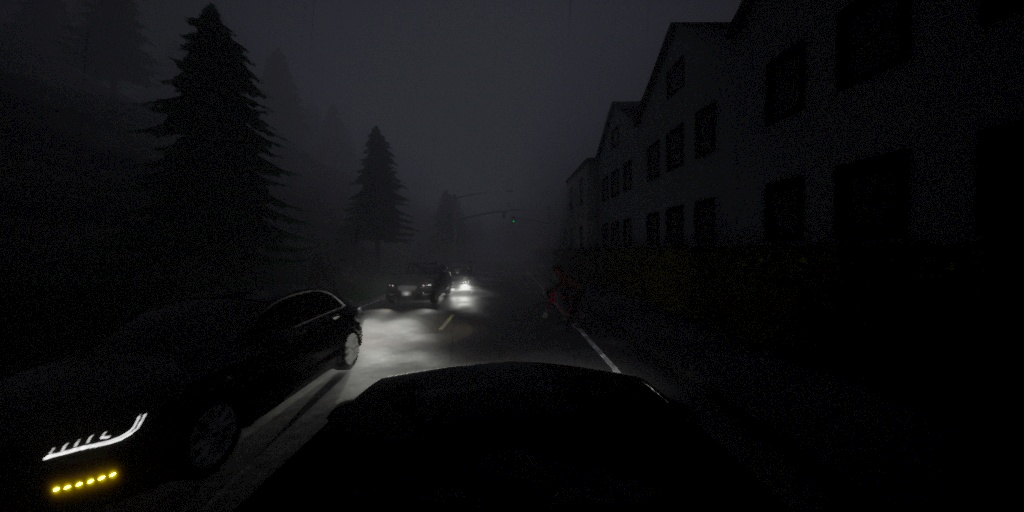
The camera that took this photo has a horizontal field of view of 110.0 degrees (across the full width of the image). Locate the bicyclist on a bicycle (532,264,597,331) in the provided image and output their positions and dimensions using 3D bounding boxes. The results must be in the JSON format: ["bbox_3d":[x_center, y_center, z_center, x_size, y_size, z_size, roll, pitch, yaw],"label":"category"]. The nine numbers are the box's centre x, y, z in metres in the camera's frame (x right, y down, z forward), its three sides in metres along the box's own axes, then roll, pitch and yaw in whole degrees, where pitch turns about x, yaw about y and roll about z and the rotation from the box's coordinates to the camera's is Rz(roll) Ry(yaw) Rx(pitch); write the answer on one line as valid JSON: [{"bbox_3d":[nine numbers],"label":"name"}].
[{"bbox_3d":[1.307,1.033,8.972,1.656,1.620,0.582,0,1,-1],"label":"bicyclist on a bicycle"}]

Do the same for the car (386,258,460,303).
[{"bbox_3d":[-3.715,1.008,15.017,2.128,1.511,4.902,0,1,0],"label":"car"}]

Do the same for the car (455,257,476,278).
[{"bbox_3d":[-3.757,0.825,26.917,2.128,1.511,4.902,0,1,-1],"label":"car"}]

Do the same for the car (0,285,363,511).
[{"bbox_3d":[-3.617,1.212,4.720,1.837,1.490,4.892,0,1,-1],"label":"car"}]
